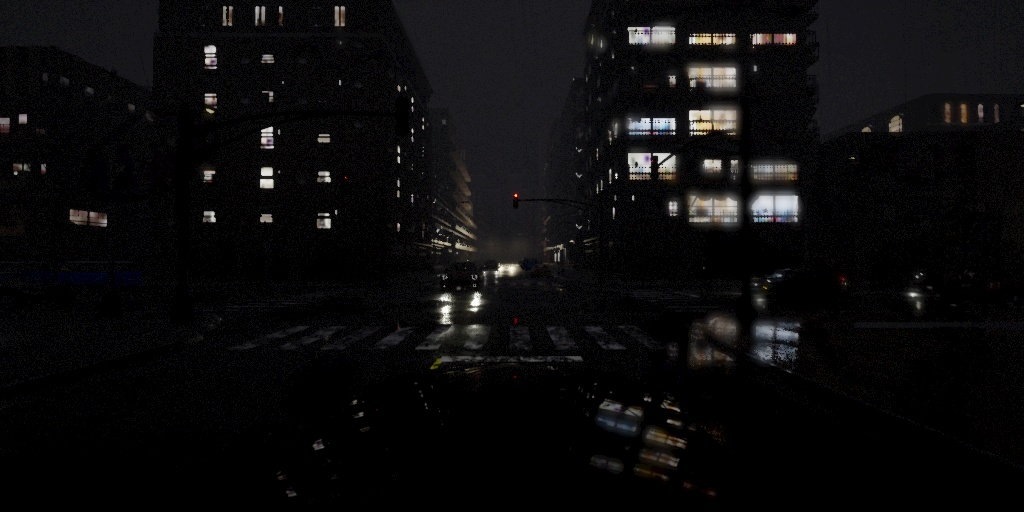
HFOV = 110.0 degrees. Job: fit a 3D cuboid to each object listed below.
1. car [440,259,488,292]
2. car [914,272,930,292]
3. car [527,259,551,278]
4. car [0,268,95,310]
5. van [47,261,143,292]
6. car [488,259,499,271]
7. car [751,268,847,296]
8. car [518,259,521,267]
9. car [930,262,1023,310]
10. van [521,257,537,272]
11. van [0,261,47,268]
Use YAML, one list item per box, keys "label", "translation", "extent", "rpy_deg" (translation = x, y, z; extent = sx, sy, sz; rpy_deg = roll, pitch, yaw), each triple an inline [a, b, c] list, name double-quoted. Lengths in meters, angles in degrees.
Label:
- label: "car"
  translation: [-2.791, 1.105, 20.989]
  extent: [2.097, 1.767, 4.553]
  rpy_deg: [0, 0, 0]
- label: "car"
  translation: [23.859, 1.072, 18.520]
  extent: [4.553, 1.767, 2.097]
  rpy_deg: [0, -1, 1]
- label: "car"
  translation: [2.628, 1.287, 33.594]
  extent: [1.751, 1.417, 4.829]
  rpy_deg: [0, 0, 0]
- label: "car"
  translation: [-19.362, 1.289, 13.677]
  extent: [4.403, 1.370, 2.007]
  rpy_deg: [0, 0, 1]
- label: "van"
  translation: [-24.850, 1.189, 21.631]
  extent: [3.998, 1.789, 1.690]
  rpy_deg: [0, 0, 1]
- label: "car"
  translation: [-2.850, 1.268, 49.451]
  extent: [1.837, 1.490, 4.892]
  rpy_deg: [0, 0, 0]
- label: "car"
  translation: [14.691, 1.303, 18.642]
  extent: [4.181, 1.385, 1.994]
  rpy_deg: [0, -1, 1]
- label: "car"
  translation: [2.458, 1.096, 53.081]
  extent: [2.192, 1.841, 5.009]
  rpy_deg: [0, 0, 0]
- label: "car"
  translation: [18.665, 1.102, 13.164]
  extent: [4.097, 1.591, 1.967]
  rpy_deg: [0, 0, 1]
- label: "van"
  translation: [2.502, 1.116, 47.427]
  extent: [1.690, 1.789, 3.998]
  rpy_deg: [0, 0, 0]
- label: "van"
  translation: [-30.444, 1.200, 21.706]
  extent: [3.998, 1.789, 1.690]
  rpy_deg: [0, 0, 1]
